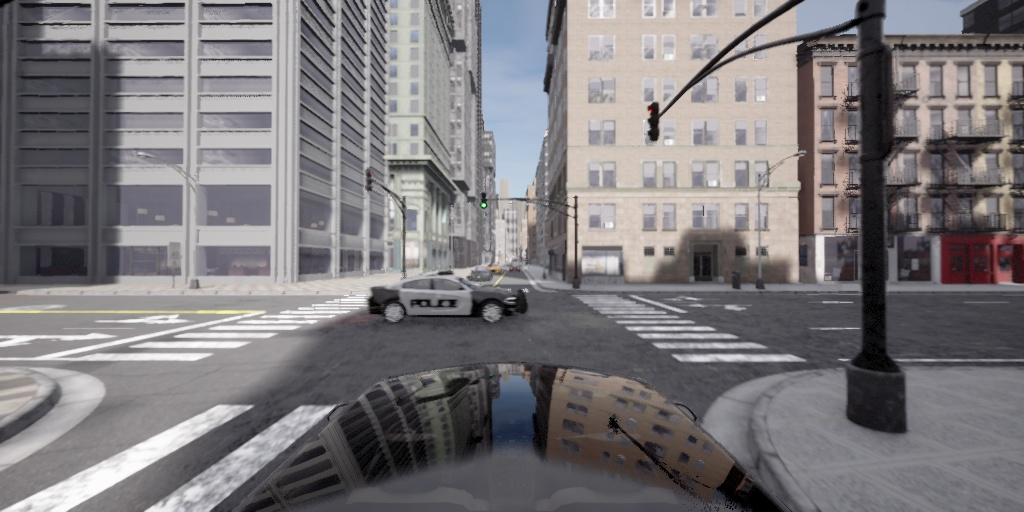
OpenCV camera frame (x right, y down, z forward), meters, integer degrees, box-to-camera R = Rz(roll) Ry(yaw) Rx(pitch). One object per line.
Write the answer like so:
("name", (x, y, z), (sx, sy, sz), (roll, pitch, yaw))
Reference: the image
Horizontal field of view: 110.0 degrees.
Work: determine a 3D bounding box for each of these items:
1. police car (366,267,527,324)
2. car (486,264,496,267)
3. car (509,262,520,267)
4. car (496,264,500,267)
("police car", (-2.129, 1.303, 12.056), (5.238, 1.638, 1.930), (0, -1, 0))
("car", (-2.926, 1.707, 33.937), (1.994, 1.385, 4.181), (0, -1, 1))
("car", (0.489, 2.076, 61.343), (1.895, 1.301, 4.718), (0, -1, 1))
("car", (-2.689, 1.839, 51.993), (1.882, 1.535, 5.008), (0, -1, 1))
